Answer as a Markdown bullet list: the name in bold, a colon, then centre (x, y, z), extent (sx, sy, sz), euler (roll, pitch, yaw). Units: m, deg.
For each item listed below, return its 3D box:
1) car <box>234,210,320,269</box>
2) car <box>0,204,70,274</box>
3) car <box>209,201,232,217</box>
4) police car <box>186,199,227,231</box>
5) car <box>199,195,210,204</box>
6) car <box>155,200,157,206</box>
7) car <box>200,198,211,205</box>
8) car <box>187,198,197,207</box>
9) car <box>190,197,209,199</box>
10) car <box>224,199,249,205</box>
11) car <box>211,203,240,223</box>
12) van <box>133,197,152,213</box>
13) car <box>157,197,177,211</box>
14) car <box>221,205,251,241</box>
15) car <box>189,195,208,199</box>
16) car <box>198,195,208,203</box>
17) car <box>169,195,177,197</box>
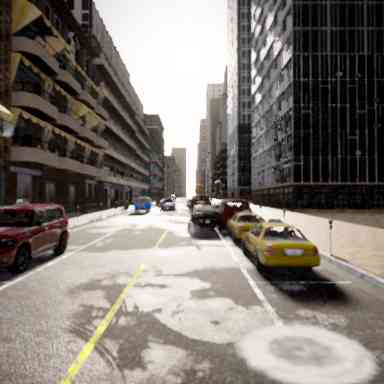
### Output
- **car**: centre (2.703, 1.561, 11.117), extent (1.752, 1.417, 4.829), euler (1, 0, 0)
- **car**: centre (-5.673, 1.350, 10.949), extent (2.192, 1.841, 5.009), euler (1, 0, 0)
- **car**: centre (2.705, 1.662, 33.038), extent (1.887, 1.381, 4.507), euler (1, 0, 0)
- **police car**: centre (0.739, 1.497, 21.409), extent (1.930, 1.638, 5.238), euler (0, 0, -4)
- **car**: centre (2.710, 1.634, 71.698), extent (2.192, 1.841, 5.009), euler (1, 0, 0)
- **car**: centre (-5.674, 1.836, 60.653), extent (1.802, 1.307, 4.206), euler (1, 0, 0)
- **car**: centre (2.706, 1.852, 66.174), extent (1.947, 1.339, 4.313), euler (1, 0, 0)
- **car**: centre (0.005, 1.765, 58.094), extent (1.812, 1.442, 4.674), euler (0, 0, 0)
- **car**: centre (0.856, 1.567, 31.538), extent (1.801, 1.575, 5.366), euler (0, 0, 0)
- **car**: centre (2.707, 1.389, 21.993), extent (2.192, 1.841, 5.009), euler (1, 0, 0)
- **car**: centre (2.704, 1.661, 27.514), extent (1.947, 1.339, 4.313), euler (1, 0, 0)
- **van**: centre (-5.672, 1.482, 38.563), extent (1.690, 1.788, 3.998), euler (1, 0, 0)
- **car**: centre (-3.087, 1.688, 43.198), extent (1.812, 1.442, 4.674), euler (0, 0, 0)
- **car**: centre (2.704, 1.580, 16.640), extent (1.752, 1.417, 4.829), euler (1, 0, 0)
- **car**: centre (0.831, 1.358, 37.400), extent (2.150, 2.045, 5.566), euler (0, 0, -1)
- **car**: centre (2.710, 1.703, 82.744), extent (2.192, 1.841, 5.009), euler (1, 0, 0)
- **car**: centre (-5.672, 1.970, 88.266), extent (1.887, 1.381, 4.507), euler (1, 0, 0)
